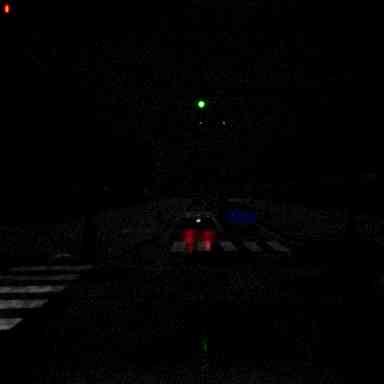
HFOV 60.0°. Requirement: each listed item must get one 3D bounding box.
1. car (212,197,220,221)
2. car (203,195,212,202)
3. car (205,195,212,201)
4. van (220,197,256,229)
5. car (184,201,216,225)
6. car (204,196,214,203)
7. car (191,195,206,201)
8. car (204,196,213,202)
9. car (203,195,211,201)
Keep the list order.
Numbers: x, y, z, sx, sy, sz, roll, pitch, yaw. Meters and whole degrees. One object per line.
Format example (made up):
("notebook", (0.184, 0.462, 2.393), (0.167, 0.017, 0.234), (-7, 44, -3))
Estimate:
("car", (3.013, 1.277, 26.432), (2.192, 1.841, 5.009), (-1, 0, 1))
("car", (3.760, 1.536, 80.492), (1.887, 1.381, 4.507), (-1, 0, 1))
("car", (3.314, 1.510, 48.055), (2.008, 1.369, 4.403), (-1, 0, 1))
("van", (2.939, 1.307, 21.026), (1.690, 1.788, 3.998), (-1, 0, 1))
("car", (0.454, 1.572, 23.769), (1.895, 1.301, 4.718), (0, 0, 1))
("car", (3.612, 1.541, 69.680), (1.947, 1.339, 4.313), (-1, 0, 1))
("car", (0.849, 1.532, 52.550), (1.994, 1.385, 4.181), (0, 0, 1))
("car", (3.686, 1.533, 75.085), (2.008, 1.369, 4.403), (-1, 0, 1))
("car", (3.834, 1.553, 85.897), (2.008, 1.369, 4.403), (-1, 0, 1))
